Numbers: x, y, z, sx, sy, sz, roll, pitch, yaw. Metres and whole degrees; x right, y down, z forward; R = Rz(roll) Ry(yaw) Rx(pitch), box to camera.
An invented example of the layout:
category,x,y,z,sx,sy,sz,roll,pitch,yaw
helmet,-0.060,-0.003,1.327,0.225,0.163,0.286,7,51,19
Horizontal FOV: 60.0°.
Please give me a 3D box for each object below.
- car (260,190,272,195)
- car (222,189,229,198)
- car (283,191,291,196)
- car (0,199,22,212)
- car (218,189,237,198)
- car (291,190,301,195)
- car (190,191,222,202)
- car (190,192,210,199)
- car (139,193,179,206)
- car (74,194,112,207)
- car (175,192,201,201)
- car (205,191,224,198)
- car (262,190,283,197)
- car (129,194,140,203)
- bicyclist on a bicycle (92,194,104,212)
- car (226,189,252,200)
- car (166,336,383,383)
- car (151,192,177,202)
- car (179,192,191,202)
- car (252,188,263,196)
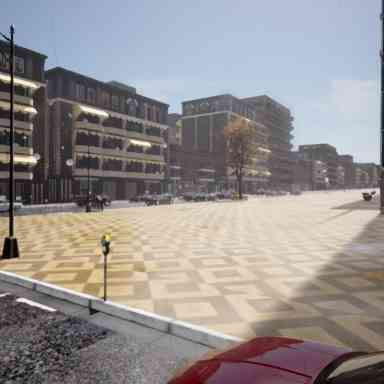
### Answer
category,x,y,z,sx,sy,sz,roll,pitch,yaw
car,20.697,0.117,92.953,1.887,1.381,4.507,2,2,35
car,6.619,0.672,62.656,2.033,1.411,5.357,1,1,35
car,21.244,0.362,79.025,2.008,1.369,4.403,2,2,35
car,-18.797,1.330,31.412,1.895,1.301,4.718,1,1,35
car,8.016,0.230,74.636,2.192,1.841,5.009,2,2,35
car,27.587,0.080,88.178,1.967,1.590,4.097,2,2,35
car,2.217,0.878,51.558,2.008,1.369,4.403,2,2,35
car,1.671,0.653,65.486,1.947,1.339,4.313,2,2,35
car,-4.125,1.053,42.402,2.008,1.369,4.403,2,2,35
car,-12.141,1.049,41.008,1.837,1.490,4.892,1,1,35
car,-0.609,0.723,57.529,2.128,1.511,4.902,1,1,35
car,4.745,0.529,69.923,1.752,1.417,4.829,2,2,35
car,18.073,0.447,74.448,2.008,1.369,4.403,2,2,35
car,-7.842,0.913,51.752,1.947,1.339,4.313,2,2,35
bicyclist on a bicycle,-8.694,1.019,30.646,1.656,1.620,0.582,0,1,35
car,8.657,0.677,60.853,1.752,1.417,4.829,2,2,35
car,1.756,1.545,1.612,4.507,1.381,1.887,0,0,36
car,-4.671,0.811,56.330,2.008,1.369,4.403,2,2,35
car,0.760,0.834,54.105,2.033,1.411,5.357,1,1,35
car,17.529,-0.027,88.369,2.192,1.841,5.009,2,2,35
